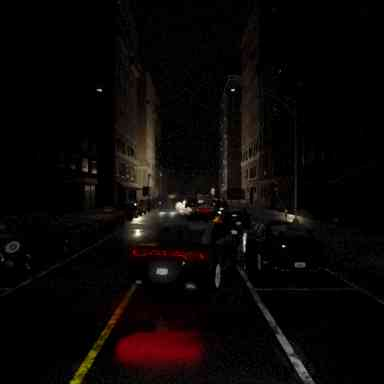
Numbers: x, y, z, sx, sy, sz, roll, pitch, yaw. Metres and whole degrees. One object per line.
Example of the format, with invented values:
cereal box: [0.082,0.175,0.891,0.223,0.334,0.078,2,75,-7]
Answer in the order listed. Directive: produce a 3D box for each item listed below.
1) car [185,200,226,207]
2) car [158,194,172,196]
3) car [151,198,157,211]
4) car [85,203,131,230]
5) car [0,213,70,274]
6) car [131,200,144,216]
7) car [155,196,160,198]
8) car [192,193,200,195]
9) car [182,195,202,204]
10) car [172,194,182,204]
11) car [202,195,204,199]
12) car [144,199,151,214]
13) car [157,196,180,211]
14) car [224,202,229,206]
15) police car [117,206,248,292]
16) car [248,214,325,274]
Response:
car: [0.732,1.453,19.056,1.801,1.575,5.366,0,0,2]
car: [-5.343,1.293,59.044,2.192,1.841,5.009,0,0,0]
car: [-5.360,1.575,37.394,1.802,1.307,4.206,0,0,0]
car: [-5.373,1.522,20.985,1.752,1.417,4.829,0,0,0]
car: [-5.381,1.439,10.330,1.967,1.590,4.097,0,0,0]
car: [-5.369,1.562,26.568,1.947,1.339,4.313,0,0,0]
car: [-5.356,1.541,42.806,2.008,1.369,4.403,0,0,0]
car: [0.045,1.455,59.390,1.882,1.535,5.008,0,0,0]
car: [0.041,1.552,45.547,1.994,1.385,4.181,0,0,0]
car: [-2.701,1.540,61.879,1.994,1.385,4.181,0,0,0]
car: [2.674,1.511,48.374,1.752,1.417,4.829,0,0,0]
car: [-5.364,1.520,31.811,1.752,1.417,4.829,0,0,0]
car: [-2.820,1.540,39.681,2.033,1.411,5.357,0,0,0]
car: [2.652,1.547,21.140,2.008,1.369,4.403,0,0,0]
police car: [0.147,1.424,9.278,1.930,1.638,5.238,0,0,17]
car: [2.644,1.549,10.315,2.008,1.369,4.403,0,0,0]
